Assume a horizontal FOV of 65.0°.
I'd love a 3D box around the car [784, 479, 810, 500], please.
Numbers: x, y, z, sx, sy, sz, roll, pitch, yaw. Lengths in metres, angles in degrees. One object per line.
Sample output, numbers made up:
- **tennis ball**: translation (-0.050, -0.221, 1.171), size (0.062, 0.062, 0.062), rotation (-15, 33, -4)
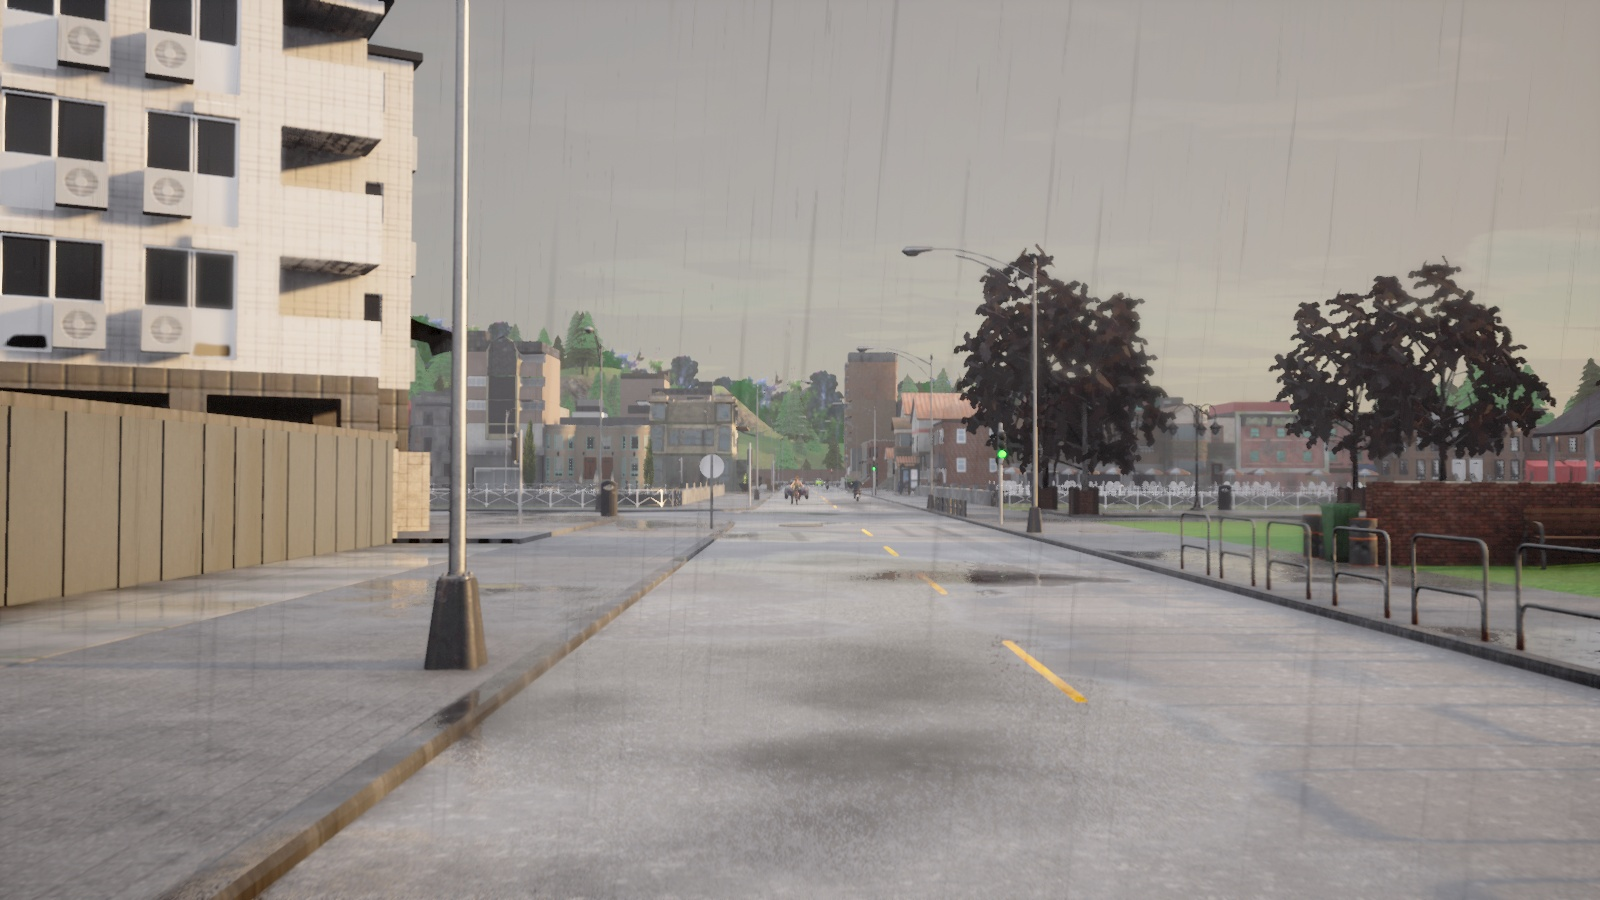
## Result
- **car**: translation (-0.229, 2.852, 91.755), size (1.816, 1.474, 4.193), rotation (0, -1, 0)
